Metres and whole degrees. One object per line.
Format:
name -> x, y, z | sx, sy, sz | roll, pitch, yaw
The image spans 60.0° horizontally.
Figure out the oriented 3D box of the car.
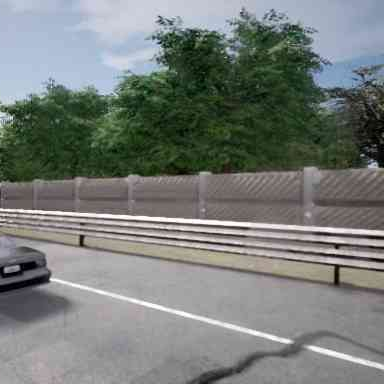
car -> -5.558, 1.558, 7.960 | 5.357, 1.411, 2.033 | 0, 0, 36
